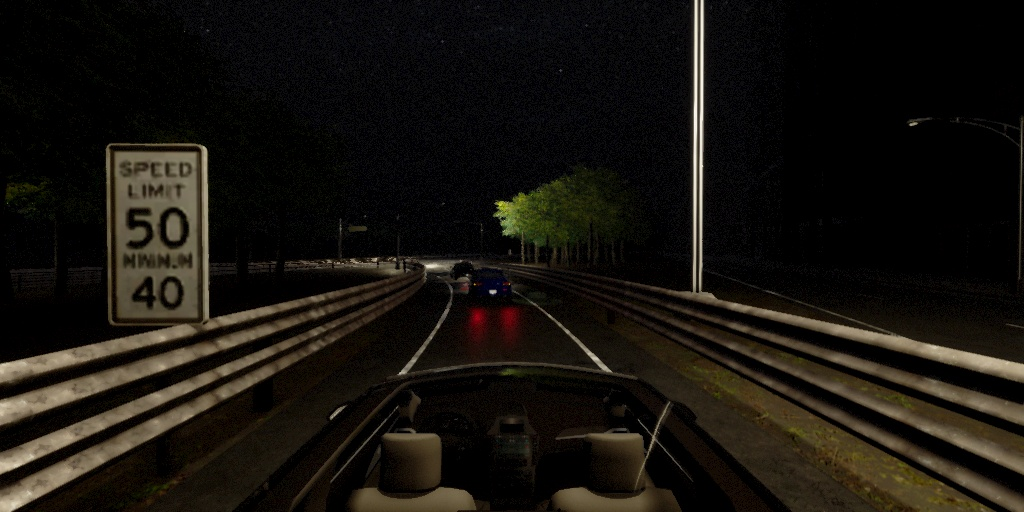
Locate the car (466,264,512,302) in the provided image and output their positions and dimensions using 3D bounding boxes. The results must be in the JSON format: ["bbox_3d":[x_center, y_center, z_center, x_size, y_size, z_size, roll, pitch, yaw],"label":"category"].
[{"bbox_3d":[-1.105,1.303,16.949,1.812,1.442,4.674,0,0,-8],"label":"car"}]

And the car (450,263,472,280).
[{"bbox_3d":[-4.388,1.328,32.079,1.837,1.490,4.892,0,0,-16],"label":"car"}]
